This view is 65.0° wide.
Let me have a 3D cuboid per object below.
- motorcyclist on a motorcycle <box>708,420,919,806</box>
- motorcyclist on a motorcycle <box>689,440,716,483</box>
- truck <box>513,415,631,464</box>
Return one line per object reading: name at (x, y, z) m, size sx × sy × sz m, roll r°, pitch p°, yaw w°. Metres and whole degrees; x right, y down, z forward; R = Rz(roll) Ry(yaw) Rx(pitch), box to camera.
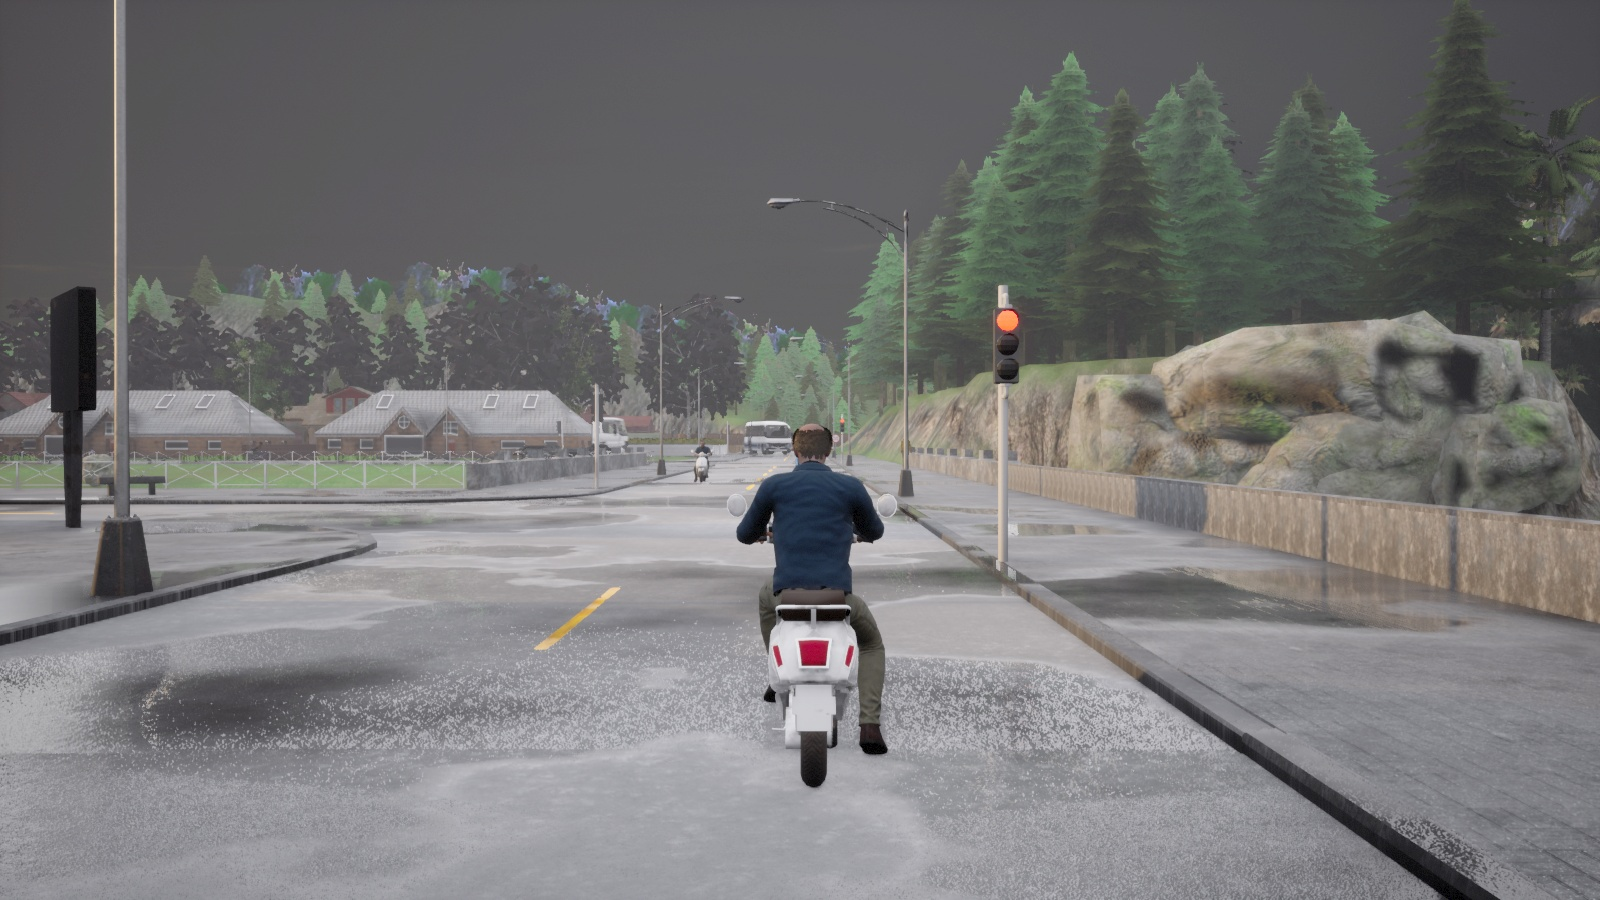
motorcyclist on a motorcycle at (0.059, 0.666, 6.070) m, size 0.866 × 1.590 × 1.817 m, roll 0°, pitch 0°, yaw 0°
motorcyclist on a motorcycle at (-3.717, 0.426, 48.000) m, size 0.866 × 1.590 × 1.817 m, roll 0°, pitch 0°, yaw 0°
truck at (-16.356, -0.759, 90.373) m, size 7.936 × 3.462 × 2.891 m, roll 0°, pitch 0°, yaw 0°
